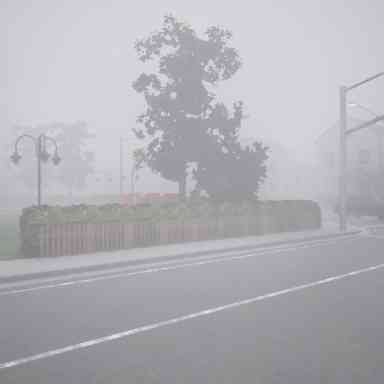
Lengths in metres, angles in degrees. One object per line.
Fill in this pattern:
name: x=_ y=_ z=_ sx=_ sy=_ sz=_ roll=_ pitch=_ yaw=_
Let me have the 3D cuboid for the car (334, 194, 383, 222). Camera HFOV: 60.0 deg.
car: x=14.268 y=1.221 z=26.815 sx=2.150 sy=2.045 sz=5.566 roll=0 pitch=0 yaw=-31

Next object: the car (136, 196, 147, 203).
car: x=-8.238 y=1.478 z=59.467 sx=1.882 sy=1.535 sz=5.008 roll=0 pitch=0 yaw=-35
